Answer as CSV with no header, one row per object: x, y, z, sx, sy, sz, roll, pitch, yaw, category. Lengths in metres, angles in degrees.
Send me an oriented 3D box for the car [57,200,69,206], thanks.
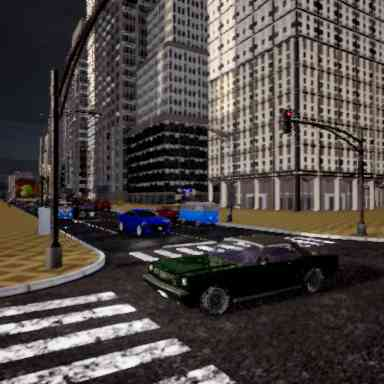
-30.647,2.567,78.854,2.008,1.369,4.403,1,-1,-31,car

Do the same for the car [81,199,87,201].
-16.543,2.274,55.019,1.887,1.381,4.507,1,-1,-31,car

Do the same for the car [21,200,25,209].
-29.396,2.389,60.285,1.802,1.307,4.206,1,-1,-31,car

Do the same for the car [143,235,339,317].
1.290,1.770,7.932,4.718,1.301,1.895,0,-1,-32,car

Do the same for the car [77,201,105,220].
-10.852,1.976,34.030,2.128,1.511,4.902,0,-1,-31,car

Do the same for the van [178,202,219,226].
0.478,1.722,26.482,1.690,1.788,3.998,1,-1,-31,van

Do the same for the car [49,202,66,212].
-20.473,2.238,50.479,1.812,1.442,4.674,0,-1,-31,car

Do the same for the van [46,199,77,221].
-12.472,1.802,31.686,1.690,1.788,3.998,1,-1,-31,van

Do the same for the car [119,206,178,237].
-3.042,1.800,20.825,1.882,1.535,5.008,0,-1,-31,car

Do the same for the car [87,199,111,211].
-13.722,1.986,50.255,2.192,1.841,5.009,1,-1,-31,car

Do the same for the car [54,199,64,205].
-33.554,2.600,83.768,1.752,1.417,4.829,1,-1,-31,car

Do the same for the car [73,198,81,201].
-19.364,2.102,59.789,2.192,1.841,5.009,1,-1,-31,car

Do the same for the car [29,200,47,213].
-20.934,2.200,45.984,1.947,1.339,4.313,1,-1,-31,car

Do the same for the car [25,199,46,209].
-23.755,2.243,50.751,2.008,1.369,4.403,1,-1,-31,car

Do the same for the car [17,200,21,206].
-40.680,2.619,79.353,1.802,1.307,4.206,1,-1,-31,car
